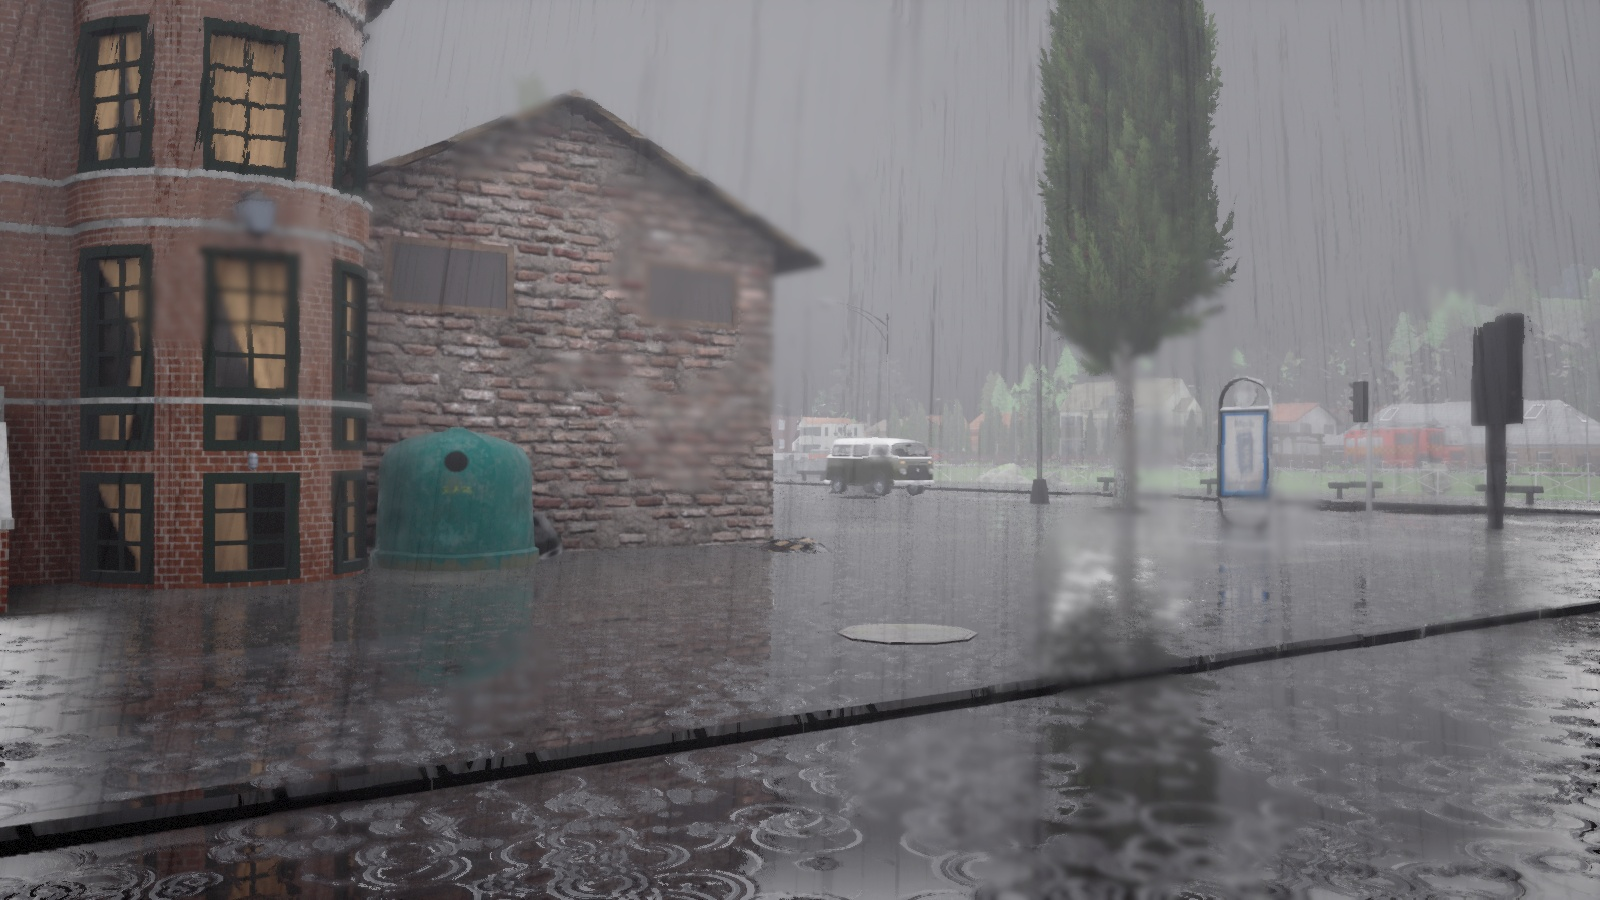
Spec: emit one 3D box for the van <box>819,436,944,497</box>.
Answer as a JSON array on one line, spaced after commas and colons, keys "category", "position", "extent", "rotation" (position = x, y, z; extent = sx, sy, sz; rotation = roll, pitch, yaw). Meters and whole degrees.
[{"category": "van", "position": [2.807, 0.571, 44.462], "extent": [2.069, 2.038, 4.480], "rotation": [0, 0, -35]}]
